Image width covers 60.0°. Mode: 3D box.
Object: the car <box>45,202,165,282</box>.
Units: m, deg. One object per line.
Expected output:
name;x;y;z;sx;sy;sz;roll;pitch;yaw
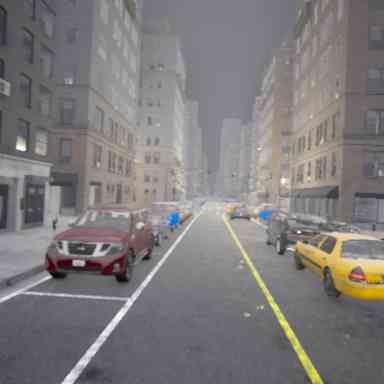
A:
car;-2.405;1.330;10.055;2.192;1.841;5.009;2;-1;3

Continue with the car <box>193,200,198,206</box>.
car;-0.722;1.968;38.340;2.008;1.369;4.403;3;-1;3

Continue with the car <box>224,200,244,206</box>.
car;5.499;2.234;44.098;1.882;1.535;5.008;2;0;4

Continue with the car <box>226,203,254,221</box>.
car;4.901;2.185;34.234;1.994;1.385;4.181;2;-1;4

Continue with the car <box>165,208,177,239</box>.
car;-2.076;1.649;15.708;2.008;1.369;4.403;2;-1;3

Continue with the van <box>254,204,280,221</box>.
van;7.452;2.052;32.187;1.690;1.788;3.998;3;-1;3

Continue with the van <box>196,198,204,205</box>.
van;1.914;2.348;82.213;1.690;1.788;3.998;3;-1;3

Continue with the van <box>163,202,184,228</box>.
van;-1.729;1.523;21.369;1.690;1.788;3.998;2;-1;3

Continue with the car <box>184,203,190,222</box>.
car;-1.408;1.785;26.855;1.752;1.417;4.829;2;-1;3

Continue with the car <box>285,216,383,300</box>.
car;4.186;1.752;9.157;1.801;1.575;5.366;3;-1;3

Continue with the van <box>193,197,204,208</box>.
van;0.912;2.128;65.487;1.690;1.788;3.998;3;-1;3

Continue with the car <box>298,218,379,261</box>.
car;6.425;2.035;15.208;1.947;1.339;4.313;2;-1;3

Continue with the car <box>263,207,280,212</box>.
car;7.102;2.215;26.525;1.802;1.307;4.206;3;-1;3

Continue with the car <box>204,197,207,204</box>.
car;1.581;2.250;76.639;2.192;1.841;5.009;3;-1;3

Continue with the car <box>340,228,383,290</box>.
car;6.087;1.951;9.550;1.947;1.339;4.313;2;-1;3

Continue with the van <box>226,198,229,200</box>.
van;11.086;2.856;92.864;1.690;1.788;3.998;3;-1;3

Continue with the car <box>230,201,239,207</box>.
car;10.407;2.943;81.711;1.947;1.339;4.313;3;-1;3

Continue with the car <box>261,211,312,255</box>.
car;4.529;1.886;14.956;1.837;1.490;4.892;2;-1;3

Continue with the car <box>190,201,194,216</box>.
car;-1.070;1.864;32.514;1.752;1.417;4.829;2;-1;3
